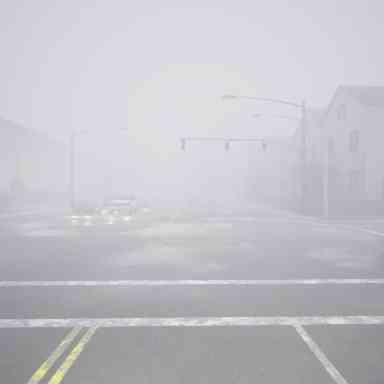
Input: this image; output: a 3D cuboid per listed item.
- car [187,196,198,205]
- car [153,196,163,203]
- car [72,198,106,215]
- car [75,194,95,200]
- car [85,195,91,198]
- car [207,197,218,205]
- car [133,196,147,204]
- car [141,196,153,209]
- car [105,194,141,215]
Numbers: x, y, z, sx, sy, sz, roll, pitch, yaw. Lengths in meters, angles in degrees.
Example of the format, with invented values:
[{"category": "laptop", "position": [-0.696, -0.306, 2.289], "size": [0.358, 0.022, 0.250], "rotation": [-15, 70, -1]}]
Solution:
[{"category": "car", "position": [0.059, 1.491, 58.669], "size": [2.128, 1.511, 4.902], "rotation": [0, 0, 0]}, {"category": "car", "position": [-6.950, 1.478, 67.515], "size": [1.882, 1.535, 5.008], "rotation": [0, 0, 1]}, {"category": "car", "position": [-10.566, 1.564, 33.686], "size": [1.994, 1.385, 4.181], "rotation": [0, 0, 0]}, {"category": "car", "position": [-28.880, 1.452, 89.786], "size": [2.038, 1.542, 4.974], "rotation": [0, 0, 29]}, {"category": "car", "position": [-28.095, 1.452, 84.419], "size": [2.038, 1.542, 4.974], "rotation": [0, 0, -36]}, {"category": "car", "position": [3.558, 1.599, 58.695], "size": [1.895, 1.301, 4.718], "rotation": [0, 0, 0]}, {"category": "car", "position": [-10.454, 1.547, 66.923], "size": [2.033, 1.411, 5.357], "rotation": [0, 0, 0]}, {"category": "car", "position": [-7.052, 1.505, 46.672], "size": [1.837, 1.490, 4.892], "rotation": [0, 0, 0]}, {"category": "car", "position": [-7.066, 1.221, 34.714], "size": [2.150, 2.045, 5.566], "rotation": [0, 0, 0]}]
